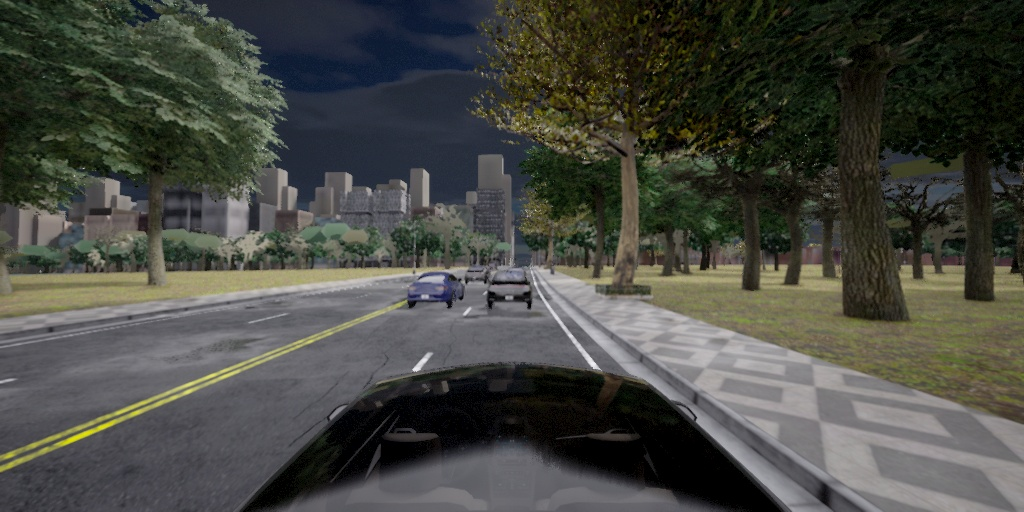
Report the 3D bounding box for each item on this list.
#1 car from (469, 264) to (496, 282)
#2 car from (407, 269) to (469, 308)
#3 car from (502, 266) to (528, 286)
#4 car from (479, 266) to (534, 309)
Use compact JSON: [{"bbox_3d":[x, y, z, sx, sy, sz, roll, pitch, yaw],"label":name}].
[{"bbox_3d":[-2.870,1.584,30.967,2.128,1.511,4.902,0,-1,3],"label":"car"},{"bbox_3d":[-3.308,1.426,16.101,1.812,1.442,4.674,0,-1,1],"label":"car"},{"bbox_3d":[0.360,1.633,30.520,2.033,1.411,5.357,0,-1,3],"label":"car"},{"bbox_3d":[-0.060,1.393,15.982,2.128,1.511,4.902,0,-1,1],"label":"car"}]
